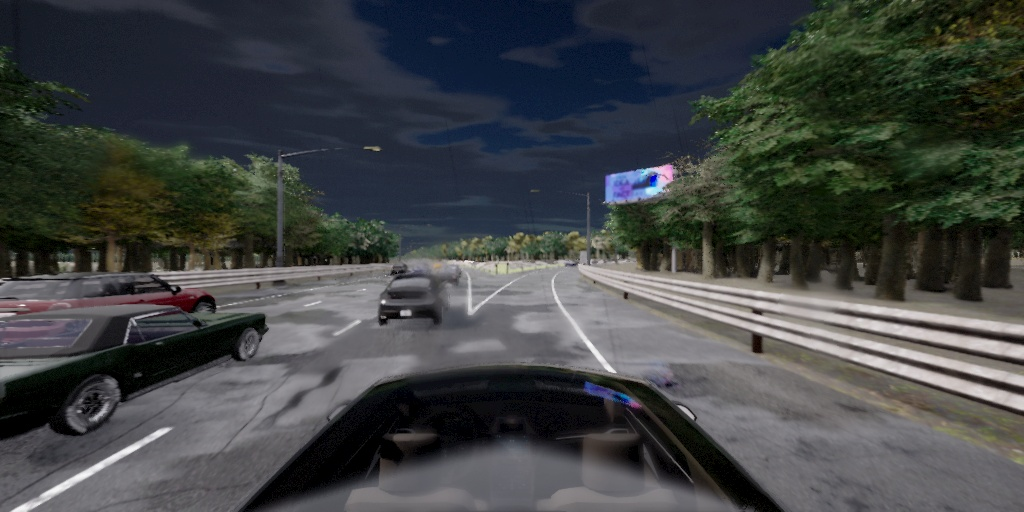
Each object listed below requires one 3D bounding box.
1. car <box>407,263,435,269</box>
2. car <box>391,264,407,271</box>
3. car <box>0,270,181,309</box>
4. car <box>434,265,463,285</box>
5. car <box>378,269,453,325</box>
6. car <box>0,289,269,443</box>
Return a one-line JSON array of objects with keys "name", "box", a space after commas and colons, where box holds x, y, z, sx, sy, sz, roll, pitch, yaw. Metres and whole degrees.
[{"name": "car", "box": [-9.847, 1.759, 39.199, 1.895, 1.301, 4.718, 0, -1, -8]}, {"name": "car", "box": [-14.359, 1.762, 46.273, 1.837, 1.490, 4.892, 0, -1, -8]}, {"name": "car", "box": [-9.751, 1.176, 8.865, 2.097, 1.767, 4.553, 0, 0, -6]}, {"name": "car", "box": [-5.097, 1.624, 28.687, 1.895, 1.301, 4.718, 0, -1, -7]}, {"name": "car", "box": [-3.196, 1.355, 12.296, 1.837, 1.490, 4.892, 0, -1, -7]}, {"name": "car", "box": [-5.830, 1.387, 5.366, 1.895, 1.301, 4.718, 0, -1, -6]}]
